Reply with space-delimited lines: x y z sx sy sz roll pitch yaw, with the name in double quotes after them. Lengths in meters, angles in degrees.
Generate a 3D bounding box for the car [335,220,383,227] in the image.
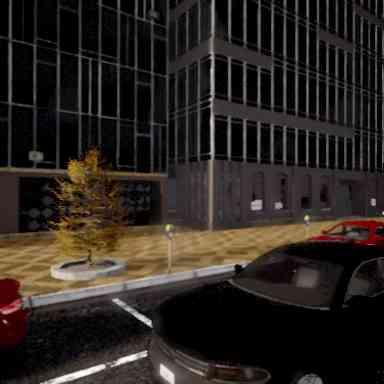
5.174 1.567 10.219 4.507 1.381 1.887 0 0 -35 "car"

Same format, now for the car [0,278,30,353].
-4.110 1.580 3.629 4.206 1.307 1.802 0 0 -35 "car"

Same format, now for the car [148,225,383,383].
1.797 1.487 4.650 5.008 1.535 1.882 0 0 -35 "car"
